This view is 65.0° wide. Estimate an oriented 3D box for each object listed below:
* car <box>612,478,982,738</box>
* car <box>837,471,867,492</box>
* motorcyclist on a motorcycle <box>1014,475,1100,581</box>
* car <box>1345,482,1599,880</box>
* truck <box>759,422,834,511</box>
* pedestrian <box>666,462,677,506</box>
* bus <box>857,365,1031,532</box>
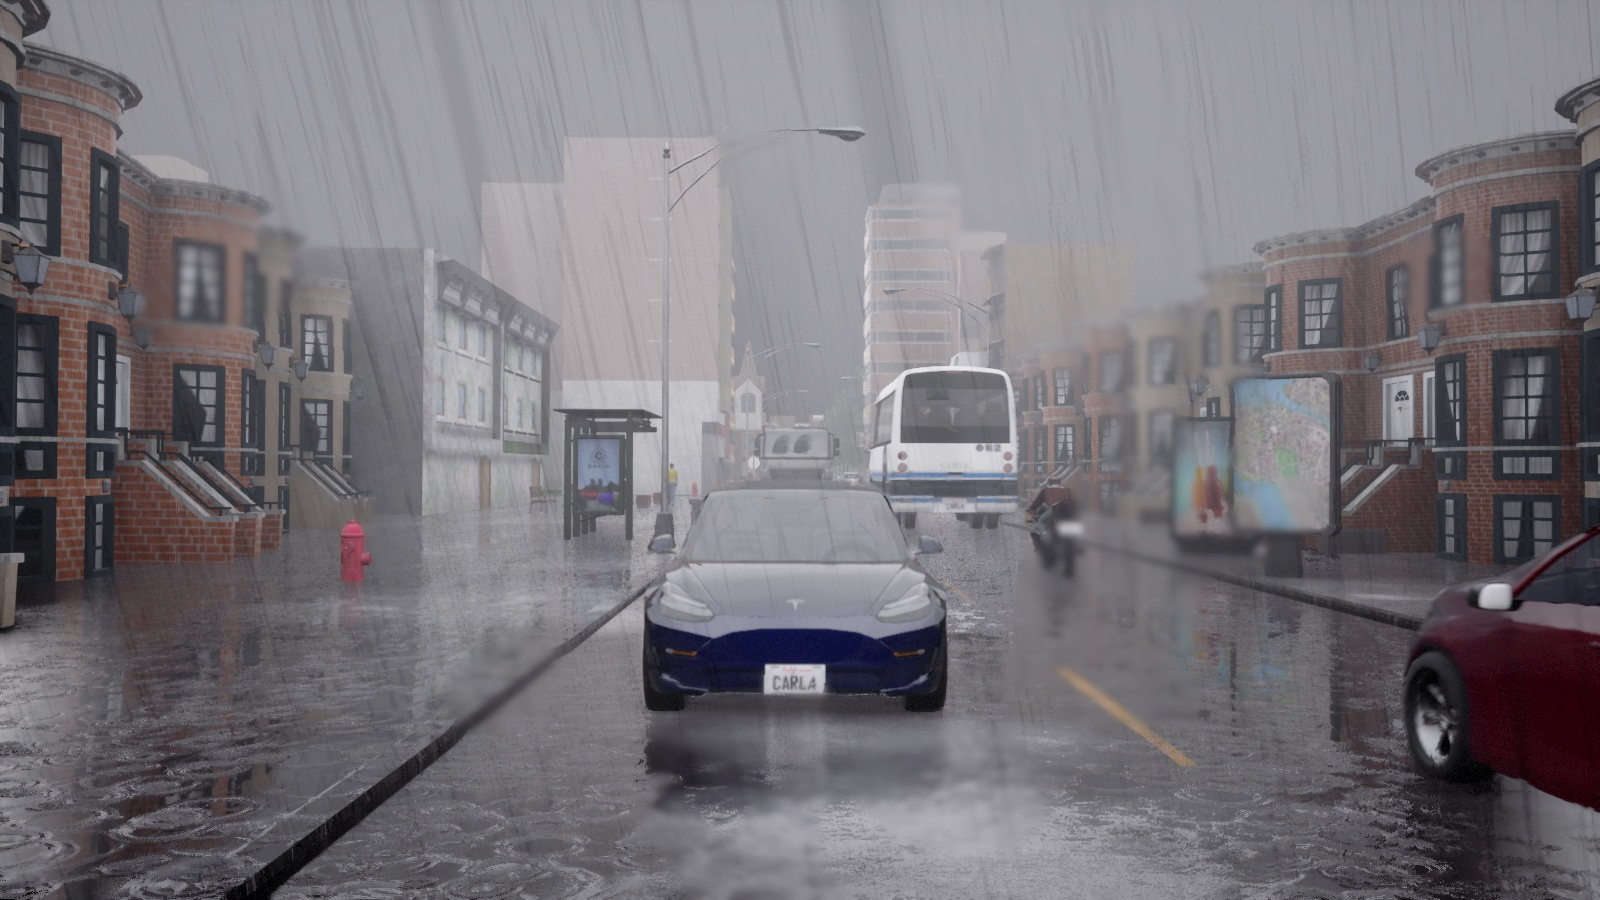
[{"bbox_3d":[-0.026,0.978,9.751,2.163,1.488,4.792,0,-1,0],"label":"car"},{"bbox_3d":[3.701,2.282,90.553,1.970,1.475,3.806,0,-1,0],"label":"car"},{"bbox_3d":[3.950,1.160,19.453,0.866,1.530,2.191,0,-1,0],"label":"motorcyclist on a motorcycle"},{"bbox_3d":[3.986,0.900,5.210,1.845,1.501,3.633,0,-1,0],"label":"car"},{"bbox_3d":[-0.141,0.717,52.737,2.891,3.462,7.936,0,-1,0],"label":"truck"},{"bbox_3d":[-5.427,1.433,52.966,0.354,1.836,0.706,0,-1,-13],"label":"pedestrian"},{"bbox_3d":[3.899,0.045,37.161,3.944,4.253,10.273,0,-1,0],"label":"bus"}]
